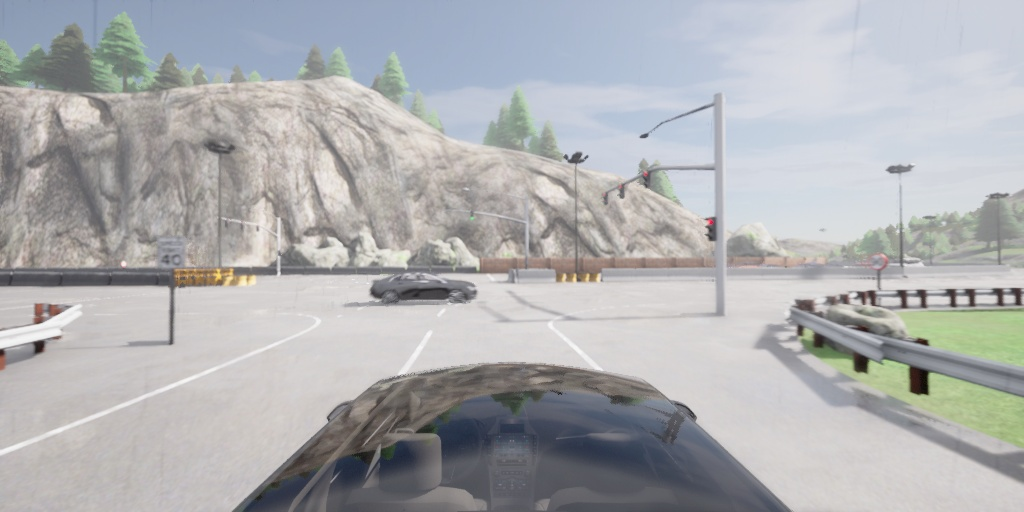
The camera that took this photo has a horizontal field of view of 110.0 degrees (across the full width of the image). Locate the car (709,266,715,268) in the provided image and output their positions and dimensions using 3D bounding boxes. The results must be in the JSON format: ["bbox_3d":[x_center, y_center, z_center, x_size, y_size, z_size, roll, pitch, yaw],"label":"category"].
[{"bbox_3d":[31.415,1.855,52.952,5.357,1.411,2.033,0,-1,-7],"label":"car"}]

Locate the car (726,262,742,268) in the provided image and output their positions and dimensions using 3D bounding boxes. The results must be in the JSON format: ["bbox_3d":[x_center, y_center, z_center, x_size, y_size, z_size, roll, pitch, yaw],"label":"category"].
[{"bbox_3d":[32.070,1.615,49.566,4.553,1.767,2.097,0,-1,-8],"label":"car"}]

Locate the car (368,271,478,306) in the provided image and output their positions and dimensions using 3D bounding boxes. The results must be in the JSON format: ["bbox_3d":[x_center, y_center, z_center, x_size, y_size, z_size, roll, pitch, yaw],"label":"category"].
[{"bbox_3d":[-4.072,1.466,16.722,4.902,1.511,2.128,0,-1,-7],"label":"car"}]

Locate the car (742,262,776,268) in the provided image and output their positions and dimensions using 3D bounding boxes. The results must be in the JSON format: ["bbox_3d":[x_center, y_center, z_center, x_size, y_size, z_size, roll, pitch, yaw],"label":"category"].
[{"bbox_3d":[32.685,1.742,46.100,4.674,1.442,1.812,0,-1,-8],"label":"car"}]

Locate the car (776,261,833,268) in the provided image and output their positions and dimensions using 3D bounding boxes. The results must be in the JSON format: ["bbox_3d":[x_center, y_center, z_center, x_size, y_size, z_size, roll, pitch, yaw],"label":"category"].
[{"bbox_3d":[34.975,1.660,42.930,4.902,1.511,2.128,0,-1,-9],"label":"car"}]
